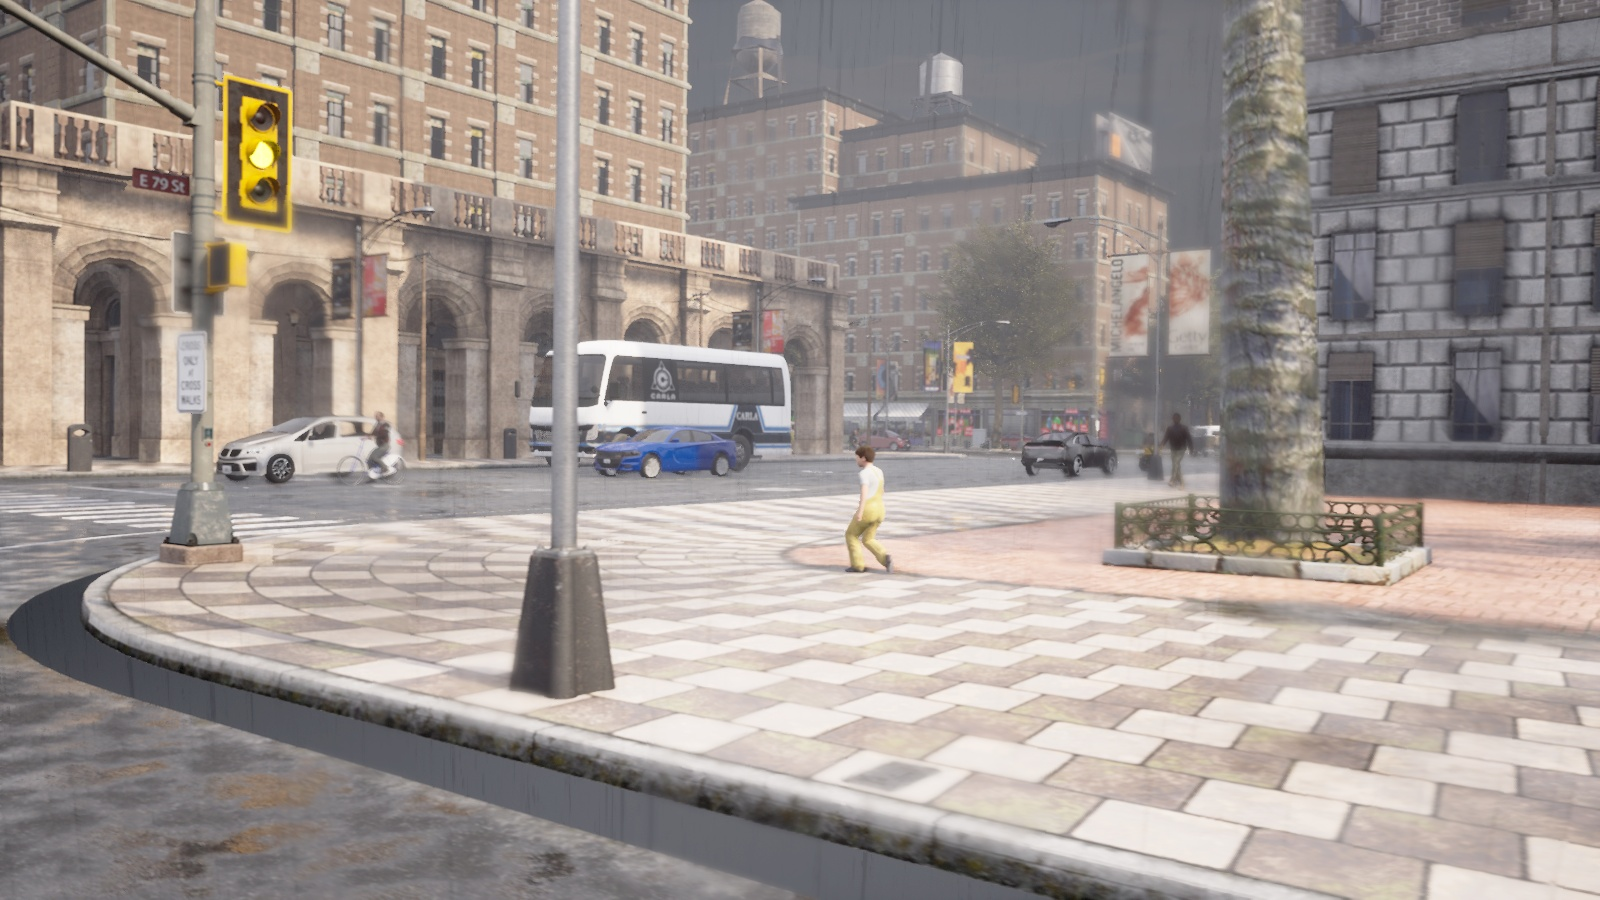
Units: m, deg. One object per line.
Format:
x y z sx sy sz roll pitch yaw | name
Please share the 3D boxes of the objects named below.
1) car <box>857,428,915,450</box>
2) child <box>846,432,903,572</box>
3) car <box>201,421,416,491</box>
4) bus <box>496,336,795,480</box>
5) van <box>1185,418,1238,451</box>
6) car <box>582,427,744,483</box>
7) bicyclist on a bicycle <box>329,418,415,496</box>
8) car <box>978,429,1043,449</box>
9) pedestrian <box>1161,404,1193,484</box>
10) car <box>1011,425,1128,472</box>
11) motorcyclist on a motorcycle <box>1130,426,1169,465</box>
5.997 -0.762 87.929 3.633 1.501 1.845 0 1 37 | car
0.687 0.471 11.578 0.437 1.263 0.270 0 1 36 | child
-12.458 0.098 32.109 2.242 1.667 4.611 0 1 37 | car
-4.834 -1.331 42.249 3.944 4.253 10.273 0 1 37 | bus
26.149 -1.018 79.979 2.069 2.038 4.480 0 1 2 | van
-3.999 0.098 37.550 1.882 1.535 5.008 0 1 37 | car
-10.040 0.156 29.505 0.659 1.776 1.843 0 1 37 | bicyclist on a bicycle
15.220 -0.809 91.017 4.181 1.385 1.994 0 1 39 | car
8.725 -0.143 29.087 0.431 1.840 0.703 1 1 44 | pedestrian
9.459 -0.095 43.820 2.128 1.511 4.902 0 1 37 | car
13.862 -0.191 49.778 0.797 1.523 2.044 0 1 36 | motorcyclist on a motorcycle
